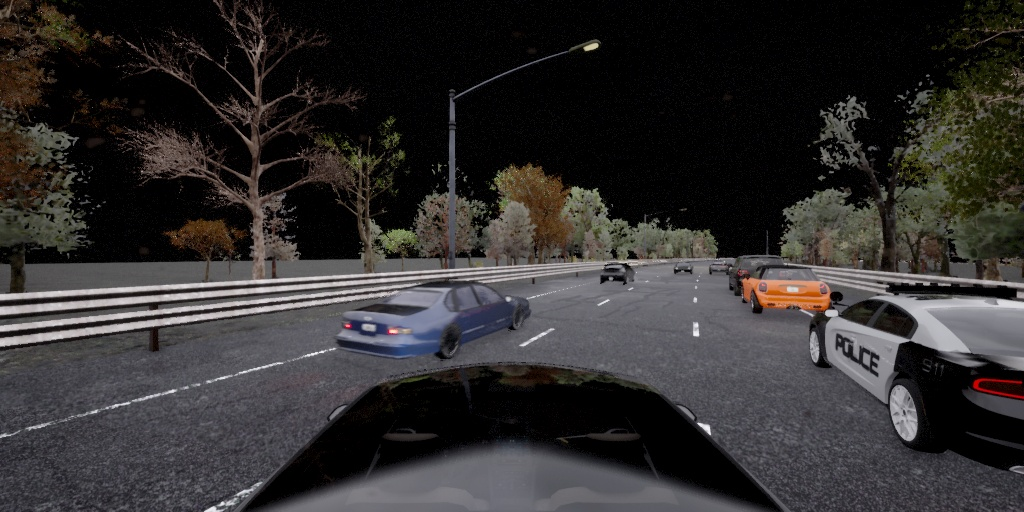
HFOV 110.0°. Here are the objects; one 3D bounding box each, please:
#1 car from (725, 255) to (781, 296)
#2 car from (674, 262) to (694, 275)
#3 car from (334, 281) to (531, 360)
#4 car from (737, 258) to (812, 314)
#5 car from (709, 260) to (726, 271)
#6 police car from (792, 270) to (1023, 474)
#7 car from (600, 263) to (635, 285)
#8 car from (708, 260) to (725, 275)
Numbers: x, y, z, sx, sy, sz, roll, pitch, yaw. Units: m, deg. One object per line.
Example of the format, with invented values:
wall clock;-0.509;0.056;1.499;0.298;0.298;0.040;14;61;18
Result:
car;12.749;0.978;18.756;2.150;2.045;5.566;0;0;27
car;19.535;1.370;40.688;1.895;1.301;4.718;0;0;29
car;-1.375;1.297;8.491;2.033;1.411;5.357;0;0;26
car;10.006;1.102;13.437;2.097;1.767;4.553;0;0;27
car;29.190;1.333;50.863;2.033;1.411;5.357;0;0;30
police car;5.634;1.175;4.739;1.930;1.638;5.238;0;0;26
car;7.874;1.262;26.525;1.837;1.490;4.892;0;0;28
car;22.661;1.261;39.255;2.128;1.511;4.902;0;0;30
